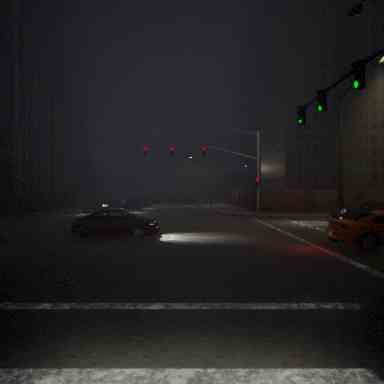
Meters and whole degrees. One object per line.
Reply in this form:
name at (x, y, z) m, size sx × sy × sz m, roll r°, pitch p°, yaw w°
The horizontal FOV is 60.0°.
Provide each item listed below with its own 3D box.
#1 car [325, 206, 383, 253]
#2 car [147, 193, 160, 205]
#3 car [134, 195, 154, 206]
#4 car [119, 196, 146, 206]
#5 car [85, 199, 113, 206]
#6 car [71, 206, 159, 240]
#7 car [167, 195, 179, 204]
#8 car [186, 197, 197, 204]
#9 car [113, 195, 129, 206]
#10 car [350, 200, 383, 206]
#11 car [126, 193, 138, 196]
car at (7.937, 1.477, 13.162) m, size 5.008 × 1.535 × 1.882 m, roll 0°, pitch 0°, yaw -1°
car at (-7.158, 1.221, 60.156) m, size 2.150 × 2.045 × 5.566 m, roll 0°, pitch 0°, yaw 1°
car at (-7.185, 1.525, 49.629) m, size 1.812 × 1.442 × 4.674 m, roll 0°, pitch 0°, yaw 0°
car at (-7.156, 1.526, 40.535) m, size 1.812 × 1.442 × 4.674 m, roll 0°, pitch 0°, yaw -1°
car at (-10.707, 1.547, 37.542) m, size 2.033 × 1.411 × 5.357 m, roll 0°, pitch 0°, yaw -3°
car at (-3.758, 1.564, 16.502) m, size 4.181 × 1.385 × 1.994 m, roll 0°, pitch 0°, yaw -1°
car at (-3.624, 1.352, 64.898) m, size 2.097 × 1.767 × 4.553 m, roll 0°, pitch 0°, yaw 0°
car at (-0.124, 1.564, 64.935) m, size 1.994 × 1.385 × 4.181 m, roll 0°, pitch 0°, yaw 0°
car at (-10.687, 1.547, 47.617) m, size 2.033 × 1.411 × 5.357 m, roll 0°, pitch 0°, yaw 0°
car at (12.368, 1.352, 23.875) m, size 4.553 × 1.767 × 2.097 m, roll 0°, pitch 0°, yaw 0°
car at (-10.669, 1.221, 58.307) m, size 2.150 × 2.045 × 5.566 m, roll 0°, pitch 0°, yaw 0°
